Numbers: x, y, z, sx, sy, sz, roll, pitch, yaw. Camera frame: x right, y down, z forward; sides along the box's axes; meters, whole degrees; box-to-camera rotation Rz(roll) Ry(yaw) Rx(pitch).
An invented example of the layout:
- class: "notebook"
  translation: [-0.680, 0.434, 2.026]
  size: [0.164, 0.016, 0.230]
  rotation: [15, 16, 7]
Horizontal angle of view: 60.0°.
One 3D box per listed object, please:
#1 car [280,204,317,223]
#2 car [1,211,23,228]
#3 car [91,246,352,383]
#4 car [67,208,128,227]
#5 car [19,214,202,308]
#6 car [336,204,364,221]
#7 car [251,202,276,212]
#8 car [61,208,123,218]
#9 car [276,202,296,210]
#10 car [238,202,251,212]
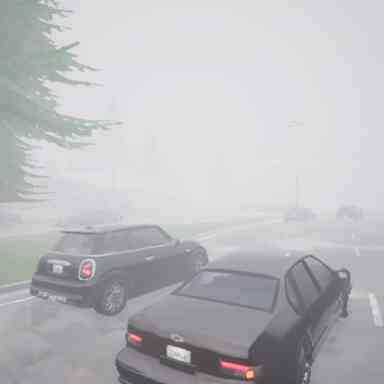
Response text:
- class: "car"
  translation: [9.992, 2.034, 30.464]
  size: [1.994, 1.385, 4.181]
  rotation: [-2, -1, 34]
- class: "car"
  translation: [-17.099, 2.362, 28.207]
  size: [4.892, 1.490, 1.837]
  rotation: [0, -2, -37]
- class: "car"
  translation: [1.234, 1.645, 5.343]
  size: [2.033, 1.411, 5.357]
  rotation: [-2, -1, 33]
- class: "car"
  translation: [-8.580, 2.255, 30.296]
  size: [4.902, 1.511, 2.128]
  rotation: [0, -2, -38]
- class: "car"
  translation: [-1.460, 1.554, 8.332]
  size: [2.097, 1.767, 4.553]
  rotation: [-2, -2, 34]
- class: "car"
  translation: [15.174, 1.920, 31.873]
  size: [1.837, 1.490, 4.892]
  rotation: [-2, -2, 35]
- class: "car"
  translation: [11.991, 2.447, 53.133]
  size: [2.033, 1.411, 5.357]
  rotation: [-2, -1, 37]
- class: "car"
  translation: [-8.226, 2.165, 26.186]
  size: [4.902, 1.511, 2.128]
  rotation: [0, -1, -38]
- class: "car"
  translation: [15.156, 2.341, 51.524]
  size: [1.812, 1.442, 4.674]
  rotation: [-2, -2, 37]
- class: "car"
  translation: [9.393, 2.494, 55.490]
  size: [1.837, 1.490, 4.892]
  rotation: [-2, -2, 37]
